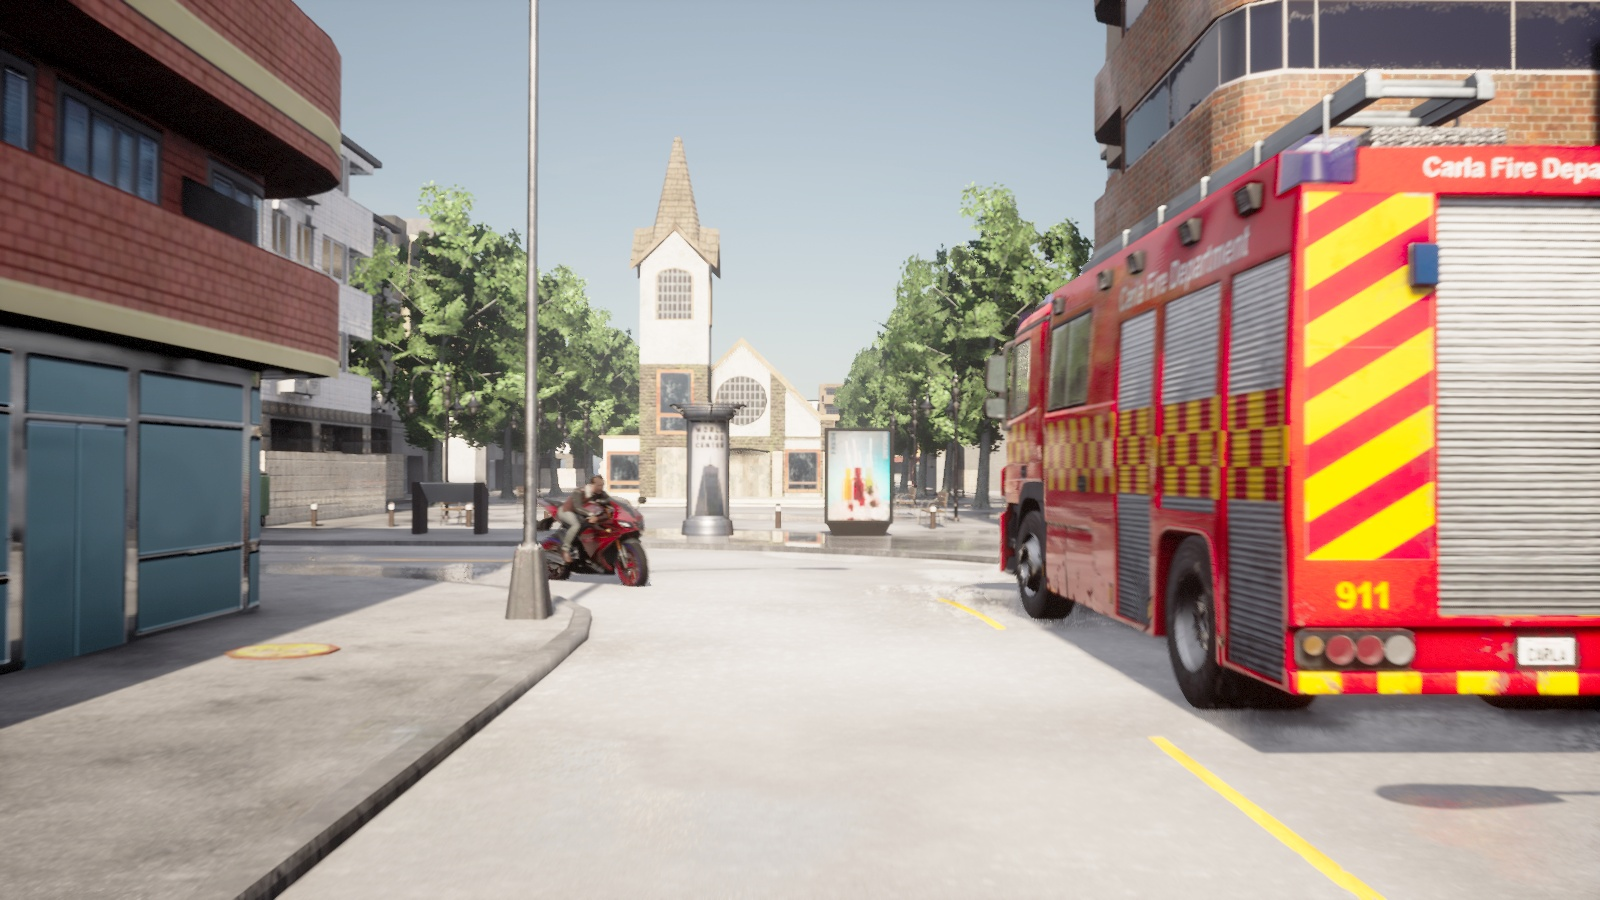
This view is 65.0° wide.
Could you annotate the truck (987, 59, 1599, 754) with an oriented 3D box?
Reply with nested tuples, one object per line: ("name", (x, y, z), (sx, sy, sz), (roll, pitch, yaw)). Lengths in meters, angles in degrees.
("truck", (3.859, -0.178, 11.180), (2.891, 3.827, 8.468), (0, -1, -2))

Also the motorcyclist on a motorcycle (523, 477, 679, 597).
("motorcyclist on a motorcycle", (-2.767, 1.152, 17.333), (2.191, 1.530, 0.866), (-1, 0, 40))
